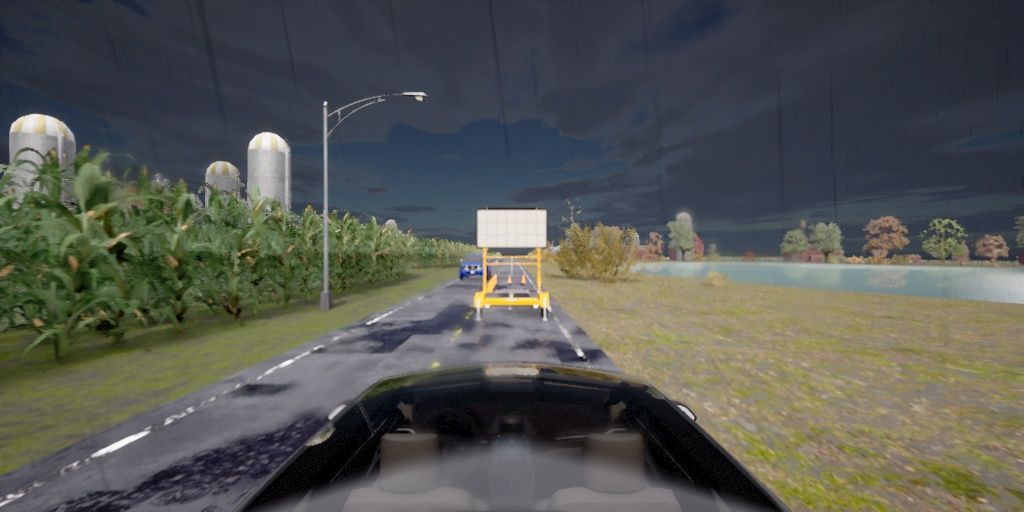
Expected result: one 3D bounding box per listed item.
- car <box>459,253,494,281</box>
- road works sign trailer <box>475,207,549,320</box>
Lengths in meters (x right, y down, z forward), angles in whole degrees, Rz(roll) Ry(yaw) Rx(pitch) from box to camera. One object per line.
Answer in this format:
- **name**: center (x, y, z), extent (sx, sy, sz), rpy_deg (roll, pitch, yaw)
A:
- **car**: center (-2.851, 0.810, 28.643), extent (2.150, 2.045, 5.566), rpy_deg (0, 0, 0)
- **road works sign trailer**: center (-0.001, 0.146, 12.201), extent (2.380, 3.560, 2.880), rpy_deg (0, 0, 0)
